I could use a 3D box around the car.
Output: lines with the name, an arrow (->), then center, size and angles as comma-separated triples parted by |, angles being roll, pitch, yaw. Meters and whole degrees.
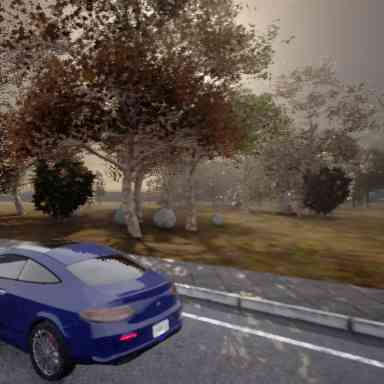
car -> -2.315, 1.511, 5.365 | 4.674, 1.442, 1.812 | 0, 0, 33
